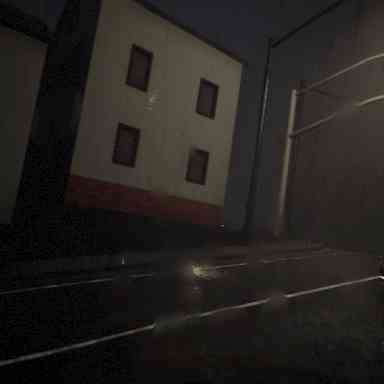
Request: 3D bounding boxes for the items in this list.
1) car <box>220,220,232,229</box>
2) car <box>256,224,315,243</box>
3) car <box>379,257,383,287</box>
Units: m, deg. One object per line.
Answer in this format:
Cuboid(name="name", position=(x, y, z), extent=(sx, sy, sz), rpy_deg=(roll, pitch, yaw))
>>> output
Cuboid(name="car", position=(2.434, 3.598, 37.323), extent=(1.837, 1.490, 4.892), rpy_deg=(13, -7, -35))
Cuboid(name="car", position=(8.097, 3.612, 29.305), extent=(2.033, 1.411, 5.357), rpy_deg=(13, -7, -35))
Cuboid(name="car", position=(6.788, 1.807, 8.690), extent=(4.902, 1.511, 2.128), rpy_deg=(2, -2, -35))
